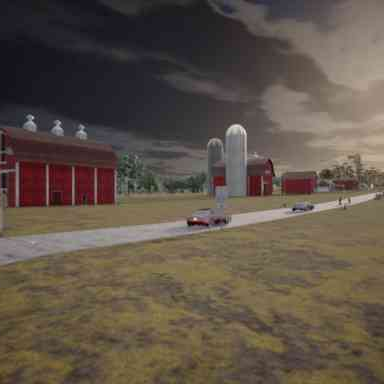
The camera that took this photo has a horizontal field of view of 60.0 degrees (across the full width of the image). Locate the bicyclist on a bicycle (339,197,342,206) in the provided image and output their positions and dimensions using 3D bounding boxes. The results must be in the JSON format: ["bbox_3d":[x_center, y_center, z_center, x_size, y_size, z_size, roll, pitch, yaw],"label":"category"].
[{"bbox_3d":[27.694,1.736,62.053,0.582,1.620,1.656,0,0,35],"label":"bicyclist on a bicycle"}]

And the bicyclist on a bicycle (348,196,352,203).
[{"bbox_3d":[32.872,1.624,69.406,0.866,1.612,1.509,0,1,35],"label":"bicyclist on a bicycle"}]

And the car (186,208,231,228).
[{"bbox_3d":[1.392,1.966,25.858,1.994,1.385,4.181,0,-1,35],"label":"car"}]

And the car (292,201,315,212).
[{"bbox_3d":[15.331,1.929,45.709,2.033,1.411,5.357,0,0,35],"label":"car"}]
